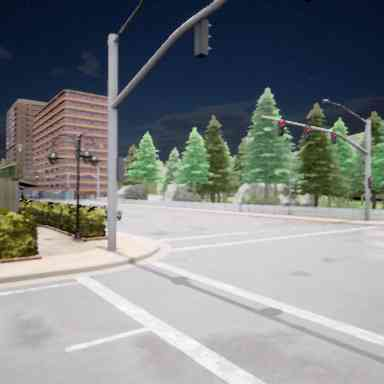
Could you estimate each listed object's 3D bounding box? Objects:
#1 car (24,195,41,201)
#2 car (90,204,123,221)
[{"bbox_3d":[-22.710,1.596,47.854,2.033,1.411,5.357,0,0,-36],"label":"car"},{"bbox_3d":[-7.359,1.654,27.070,1.895,1.301,4.718,0,0,-37],"label":"car"}]
